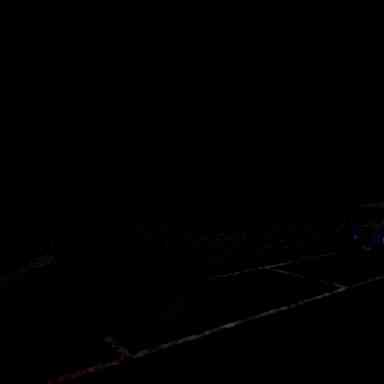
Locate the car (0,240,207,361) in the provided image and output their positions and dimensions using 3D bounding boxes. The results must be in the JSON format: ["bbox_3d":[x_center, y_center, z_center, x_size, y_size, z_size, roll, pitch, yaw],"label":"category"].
[{"bbox_3d":[-1.839,1.536,5.334,4.507,1.381,1.887,0,0,-35],"label":"car"}]

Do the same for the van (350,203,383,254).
[{"bbox_3d":[7.282,1.266,11.837,3.998,1.788,1.690,0,0,-35],"label":"van"}]
